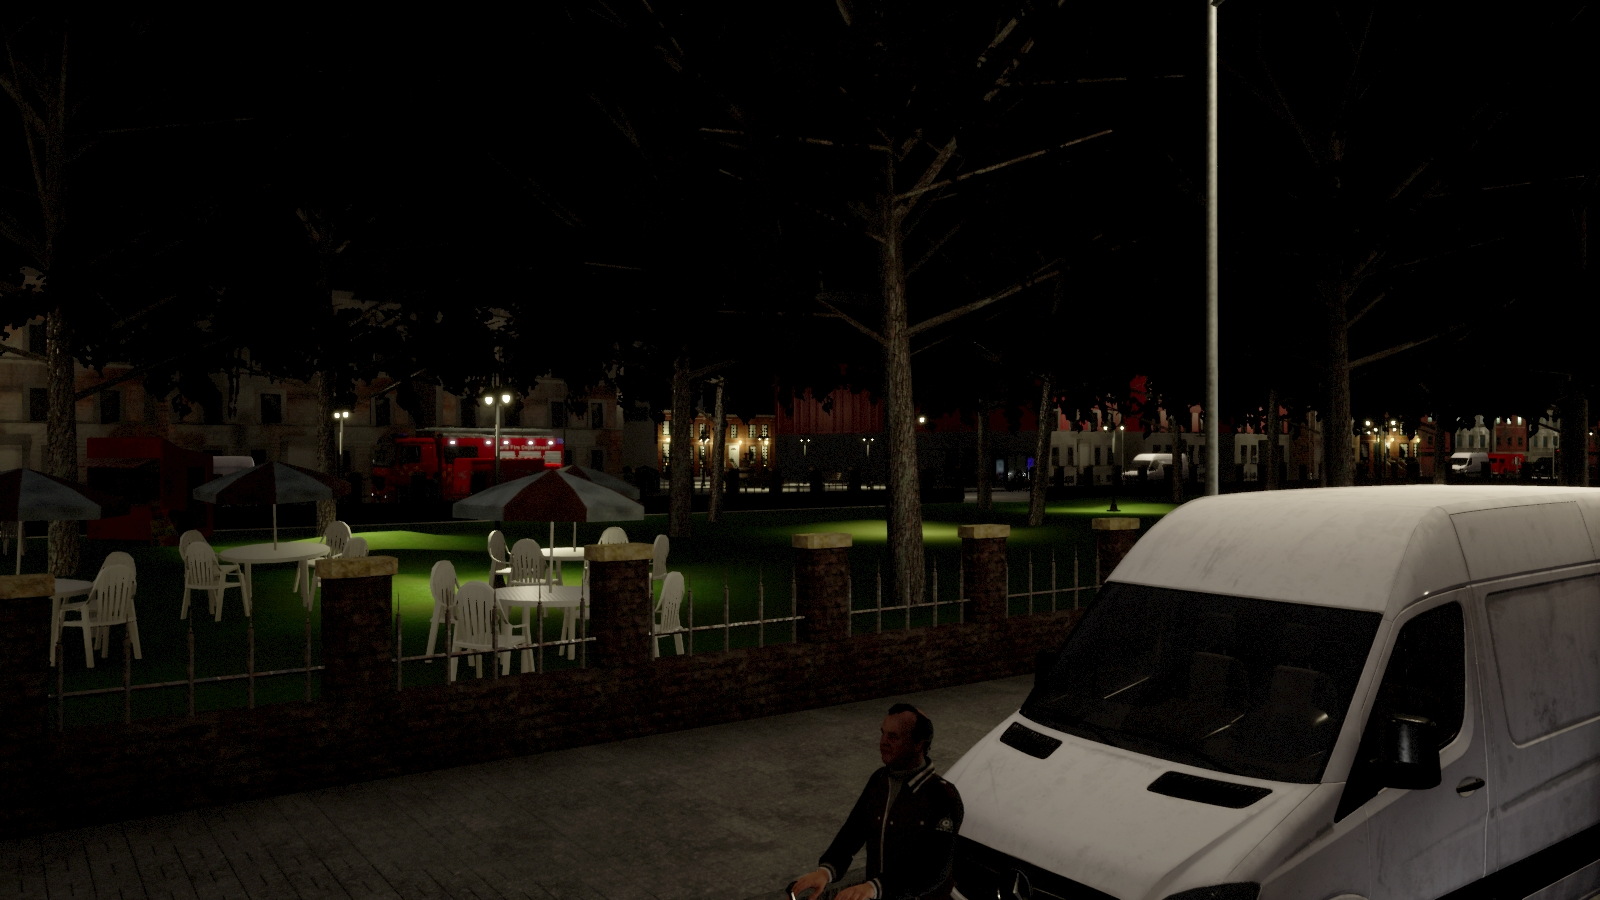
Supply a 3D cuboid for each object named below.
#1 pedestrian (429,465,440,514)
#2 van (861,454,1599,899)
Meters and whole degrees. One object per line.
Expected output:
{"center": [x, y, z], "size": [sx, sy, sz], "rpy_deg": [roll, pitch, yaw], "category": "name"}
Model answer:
{"center": [-14.163, 1.525, 44.248], "size": [0.375, 1.860, 0.375], "rpy_deg": [0, 0, -20], "category": "pedestrian"}
{"center": [3.301, 1.314, 6.745], "size": [5.915, 2.561, 1.988], "rpy_deg": [0, 0, -35], "category": "van"}
